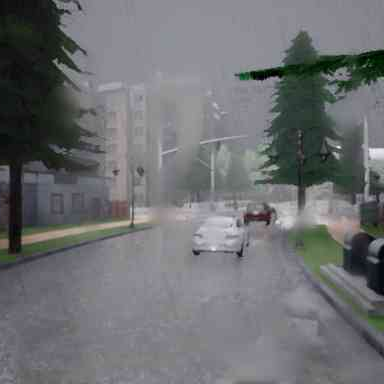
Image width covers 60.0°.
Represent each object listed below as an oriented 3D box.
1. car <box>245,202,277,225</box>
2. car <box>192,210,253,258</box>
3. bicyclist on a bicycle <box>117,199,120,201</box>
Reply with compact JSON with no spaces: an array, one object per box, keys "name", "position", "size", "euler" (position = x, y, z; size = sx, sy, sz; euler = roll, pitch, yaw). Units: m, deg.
[{"name":"car","position":[5.531,1.625,26.836],"size":[2.097,1.767,4.553],"euler":[0,-1,21]},{"name":"car","position":[1.263,1.662,13.361],"size":[1.812,1.442,4.674],"euler":[0,0,14]},{"name":"bicyclist on a bicycle","position":[-10.991,1.823,49.578],"size":[0.582,1.620,1.656],"euler":[0,0,24]}]
